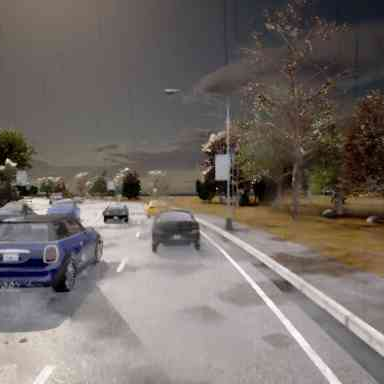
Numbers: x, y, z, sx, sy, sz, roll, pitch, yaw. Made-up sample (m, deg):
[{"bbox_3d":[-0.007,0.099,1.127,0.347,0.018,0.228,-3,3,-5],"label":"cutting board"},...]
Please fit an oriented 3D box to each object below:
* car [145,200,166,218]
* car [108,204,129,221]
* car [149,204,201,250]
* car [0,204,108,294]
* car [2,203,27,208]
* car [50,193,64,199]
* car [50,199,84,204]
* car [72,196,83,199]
[{"bbox_3d":[-3.259,1.511,30.513,1.882,1.535,5.008,0,0,-12],"label":"car"},{"bbox_3d":[-6.120,1.634,27.141,1.895,1.301,4.718,0,0,-10],"label":"car"},{"bbox_3d":[-0.780,1.493,14.532,1.882,1.535,5.008,0,0,-6],"label":"car"},{"bbox_3d":[-3.850,1.367,8.956,2.097,1.767,4.553,0,0,-4],"label":"car"},{"bbox_3d":[-12.925,1.563,24.319,1.812,1.442,4.674,0,0,-11],"label":"car"},{"bbox_3d":[-25.689,1.263,63.192,2.150,2.045,5.566,0,0,-26],"label":"car"},{"bbox_3d":[-9.421,1.512,24.541,1.882,1.535,5.008,0,0,-10],"label":"car"},{"bbox_3d":[-21.763,1.588,63.150,1.812,1.442,4.674,0,0,-25],"label":"car"}]
